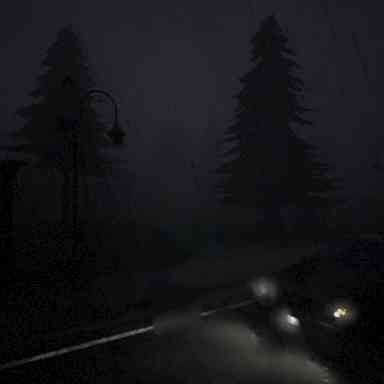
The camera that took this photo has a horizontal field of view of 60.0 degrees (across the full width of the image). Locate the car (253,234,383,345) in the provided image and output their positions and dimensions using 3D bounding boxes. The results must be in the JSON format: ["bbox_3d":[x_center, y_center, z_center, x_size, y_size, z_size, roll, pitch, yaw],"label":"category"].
[{"bbox_3d":[3.694,1.586,6.619,5.357,1.411,2.033,0,0,-35],"label":"car"}]
